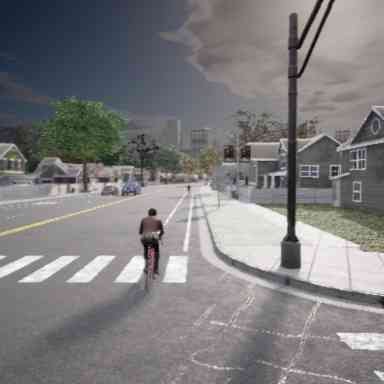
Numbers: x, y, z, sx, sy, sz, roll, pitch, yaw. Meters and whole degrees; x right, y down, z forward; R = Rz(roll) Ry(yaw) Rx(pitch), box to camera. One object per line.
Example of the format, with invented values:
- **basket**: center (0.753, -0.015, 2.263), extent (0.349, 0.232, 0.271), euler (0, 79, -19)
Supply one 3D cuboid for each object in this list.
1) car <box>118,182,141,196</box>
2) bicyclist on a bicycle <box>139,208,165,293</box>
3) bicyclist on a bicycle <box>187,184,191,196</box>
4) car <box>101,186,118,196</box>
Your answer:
- **car**: center (-9.150, -0.545, 50.669), extent (2.150, 2.045, 5.566), euler (0, 2, 1)
- **bicyclist on a bicycle**: center (-0.849, 1.180, 7.081), extent (0.582, 1.620, 1.656), euler (0, 2, 1)
- **bicyclist on a bicycle**: center (-0.431, -0.301, 47.501), extent (0.659, 1.776, 1.843), euler (0, 2, 1)
- **car**: center (-12.399, -0.238, 50.744), extent (1.812, 1.442, 4.674), euler (0, 2, 1)
